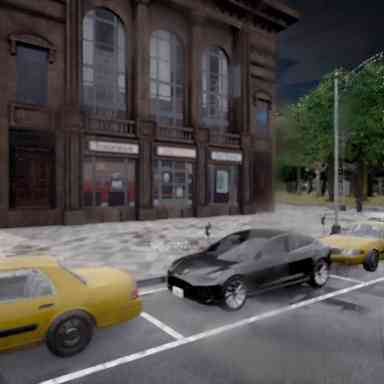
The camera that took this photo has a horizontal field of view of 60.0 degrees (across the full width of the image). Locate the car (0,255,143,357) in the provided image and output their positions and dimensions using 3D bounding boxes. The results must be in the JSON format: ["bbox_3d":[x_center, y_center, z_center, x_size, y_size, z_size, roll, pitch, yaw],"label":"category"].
[{"bbox_3d":[-3.063,1.526,4.466,4.829,1.417,1.752,0,0,-36],"label":"car"}]

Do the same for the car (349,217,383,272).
[{"bbox_3d":[5.790,1.528,10.783,4.829,1.417,1.752,0,0,-36],"label":"car"}]

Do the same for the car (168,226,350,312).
[{"bbox_3d":[1.502,1.567,7.723,4.313,1.339,1.947,0,0,-36],"label":"car"}]
